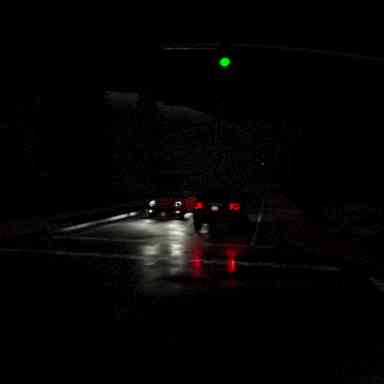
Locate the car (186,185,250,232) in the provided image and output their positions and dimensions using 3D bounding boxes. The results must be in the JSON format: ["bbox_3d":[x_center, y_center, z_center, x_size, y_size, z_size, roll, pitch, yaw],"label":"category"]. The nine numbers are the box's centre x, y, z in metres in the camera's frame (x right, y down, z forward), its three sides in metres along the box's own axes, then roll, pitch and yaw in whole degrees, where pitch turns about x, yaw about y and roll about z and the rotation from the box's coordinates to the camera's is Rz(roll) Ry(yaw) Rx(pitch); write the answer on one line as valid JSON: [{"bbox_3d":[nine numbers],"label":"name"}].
[{"bbox_3d":[1.559,0.682,16.411,2.150,2.045,5.566,1,2,13],"label":"car"}]

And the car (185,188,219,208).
[{"bbox_3d":[1.035,0.485,30.402,2.128,1.511,4.902,1,2,13],"label":"car"}]

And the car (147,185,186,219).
[{"bbox_3d":[-1.126,0.627,21.156,2.097,1.767,4.553,1,2,13],"label":"car"}]

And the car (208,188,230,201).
[{"bbox_3d":[3.315,0.266,40.018,1.994,1.385,4.181,1,2,14],"label":"car"}]

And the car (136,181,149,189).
[{"bbox_3d":[-11.940,-1.620,80.078,1.905,1.878,3.866,1,2,12],"label":"car"}]

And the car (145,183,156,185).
[{"bbox_3d":[-9.400,-1.590,79.944,1.932,1.855,4.605,1,2,12],"label":"car"}]
